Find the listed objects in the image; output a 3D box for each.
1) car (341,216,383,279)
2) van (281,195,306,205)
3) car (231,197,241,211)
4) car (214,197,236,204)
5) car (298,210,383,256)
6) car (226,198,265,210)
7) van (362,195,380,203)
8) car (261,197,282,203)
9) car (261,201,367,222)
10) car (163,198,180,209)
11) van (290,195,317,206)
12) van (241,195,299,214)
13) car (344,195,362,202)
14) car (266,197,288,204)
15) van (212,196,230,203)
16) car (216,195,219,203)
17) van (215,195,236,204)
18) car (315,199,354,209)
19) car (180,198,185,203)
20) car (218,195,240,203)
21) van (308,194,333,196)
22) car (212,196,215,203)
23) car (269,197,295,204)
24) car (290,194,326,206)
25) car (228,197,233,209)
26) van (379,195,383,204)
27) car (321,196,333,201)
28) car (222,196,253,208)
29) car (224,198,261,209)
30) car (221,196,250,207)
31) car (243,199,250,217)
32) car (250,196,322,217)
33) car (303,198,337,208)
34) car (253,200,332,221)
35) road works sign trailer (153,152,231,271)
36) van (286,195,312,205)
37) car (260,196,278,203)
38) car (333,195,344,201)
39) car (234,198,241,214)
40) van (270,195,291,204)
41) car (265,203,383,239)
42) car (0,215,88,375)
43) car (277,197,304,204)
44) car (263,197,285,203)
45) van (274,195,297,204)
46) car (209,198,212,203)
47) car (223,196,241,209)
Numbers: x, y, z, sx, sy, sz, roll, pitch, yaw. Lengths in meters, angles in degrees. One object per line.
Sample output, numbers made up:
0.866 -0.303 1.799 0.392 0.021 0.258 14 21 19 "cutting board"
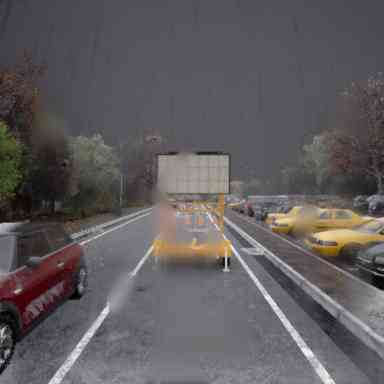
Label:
6.890 1.554 8.648 4.892 1.521 2.231 0 0 0 "car"
20.281 1.522 66.822 4.442 1.987 1.878 0 -1 0 "van"
7.061 1.621 36.398 4.792 1.488 2.163 0 0 0 "car"
7.383 1.958 75.241 4.674 1.452 2.002 0 -1 0 "car"
6.719 1.540 11.425 5.366 1.575 1.946 0 0 0 "car"
7.159 1.638 44.726 4.892 1.521 2.231 0 0 0 "car"
20.032 1.344 33.448 4.442 1.987 1.878 0 0 0 "van"
20.537 2.147 86.179 5.008 1.535 2.097 0 -1 0 "car"
7.152 1.521 19.748 5.366 1.575 1.946 0 0 0 "car"
-3.195 1.640 48.943 1.882 1.535 5.008 0 0 0 "car"
20.473 1.492 61.273 4.442 1.987 1.878 0 0 0 "van"
7.166 1.336 30.846 4.442 1.987 1.878 0 0 0 "van"
20.141 1.333 36.217 5.566 2.045 2.435 0 0 0 "car"
20.494 2.027 80.514 4.892 1.521 2.231 0 -1 0 "car"
7.579 1.930 86.348 4.442 1.987 1.878 0 -1 0 "van"
7.250 1.711 58.607 5.008 1.535 2.097 0 0 0 "car"
7.243 1.633 72.472 4.442 1.987 1.878 0 -1 0 "van"
20.255 1.684 47.421 4.674 1.452 2.002 0 0 0 "car"
-2.829 2.287 91.084 1.837 1.490 4.892 0 -2 0 "car"
7.008 1.663 50.280 5.366 1.575 1.946 0 0 0 "car"
20.390 1.433 50.192 4.442 1.987 1.878 0 0 0 "van"
7.346 1.504 66.936 5.566 2.045 2.435 0 0 0 "car"
20.274 1.905 74.976 5.366 1.575 1.946 0 -1 0 "car"
20.307 1.452 58.503 5.566 2.045 2.435 0 0 0 "car"
7.082 1.636 39.174 4.792 1.488 2.163 0 0 0 "car"
20.244 1.329 30.676 4.442 1.987 1.878 0 0 0 "van"
20.226 1.628 44.527 5.008 1.535 2.097 0 0 0 "car"
7.183 1.555 53.055 4.553 1.767 2.185 0 0 0 "car"
7.167 1.652 47.502 4.892 1.521 2.231 0 0 0 "car"
7.204 1.570 55.831 4.553 1.767 2.185 0 0 0 "car"
7.058 1.577 28.069 4.792 1.488 2.163 0 0 0 "car"
7.039 1.409 25.297 4.553 1.767 2.185 0 0 0 "car"
20.291 1.713 52.836 4.674 1.452 2.002 0 0 0 "car"
6.981 1.527 22.517 4.892 1.521 2.231 0 0 0 "car"
0.055 0.483 10.959 2.380 3.560 2.880 0 0 3 "road works sign trailer"
20.492 1.507 63.917 4.442 1.987 1.878 0 0 0 "van"
20.530 2.079 88.827 4.553 1.767 2.185 0 -1 0 "car"
20.162 1.348 38.987 5.566 2.045 2.435 0 0 0 "car"
7.041 1.607 33.622 4.792 1.488 2.163 0 0 0 "car"
20.596 1.741 77.749 4.442 1.987 1.878 0 -1 0 "van"
6.761 1.524 17.098 5.366 1.575 1.946 0 0 0 "car"
-3.347 1.361 5.428 2.097 1.767 4.553 0 0 0 "car"
20.422 1.789 69.437 5.008 1.535 2.097 0 -1 0 "car"
20.515 2.085 83.284 5.008 1.535 2.097 0 -1 0 "car"
20.321 1.622 72.213 4.442 1.987 1.878 0 -1 0 "van"
7.448 2.097 83.568 5.008 1.535 2.097 0 -1 0 "car"
6.946 1.619 41.952 5.366 1.575 1.946 0 0 0 "car"
